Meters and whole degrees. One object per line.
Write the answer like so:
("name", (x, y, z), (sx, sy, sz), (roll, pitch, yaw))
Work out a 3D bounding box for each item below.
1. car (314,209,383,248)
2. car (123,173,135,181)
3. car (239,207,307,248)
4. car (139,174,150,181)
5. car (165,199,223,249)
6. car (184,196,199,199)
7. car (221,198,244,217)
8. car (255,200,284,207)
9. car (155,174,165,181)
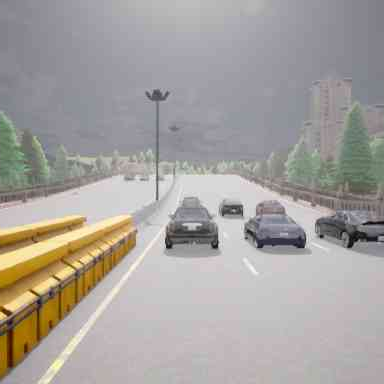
("car", (7.000, 1.495, 14.656), (2.128, 1.511, 4.902), (0, 0, 0))
("car", (-14.333, -3.476, 76.064), (2.097, 1.767, 4.553), (0, 7, 0))
("car", (3.500, 1.572, 14.655), (1.994, 1.385, 4.181), (0, 0, 0))
("car", (-10.833, -3.289, 76.075), (2.033, 1.411, 5.357), (0, 7, 0))
("car", (0.000, 1.366, 14.623), (2.097, 1.767, 4.553), (0, 0, 0))
("car", (-0.076, 1.164, 29.618), (2.097, 1.767, 4.553), (0, 2, 0))
("car", (3.424, 1.282, 29.670), (1.882, 1.535, 5.008), (0, 2, 0))
("car", (6.923, 1.371, 29.694), (1.994, 1.385, 4.181), (0, 2, 0))
("car", (-7.333, -3.305, 76.093), (1.812, 1.442, 4.674), (0, 7, 0))
